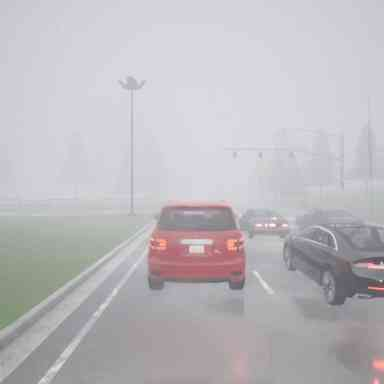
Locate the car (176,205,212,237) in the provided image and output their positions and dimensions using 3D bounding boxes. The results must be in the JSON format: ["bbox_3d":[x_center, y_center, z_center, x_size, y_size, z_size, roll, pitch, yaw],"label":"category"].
[{"bbox_3d":[0.123,1.524,18.928,1.812,1.442,4.674,0,0,0],"label":"car"}]

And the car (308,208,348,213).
[{"bbox_3d":[7.137,1.546,17.653,2.033,1.411,5.357,0,0,0],"label":"car"}]

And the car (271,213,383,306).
[{"bbox_3d":[3.615,1.491,8.012,2.128,1.511,4.902,0,0,0],"label":"car"}]

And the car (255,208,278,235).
[{"bbox_3d":[3.636,1.546,17.538,2.033,1.411,5.357,0,0,0],"label":"car"}]

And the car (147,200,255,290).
[{"bbox_3d":[0.112,1.221,9.225,2.150,2.045,5.566,0,0,0],"label":"car"}]
